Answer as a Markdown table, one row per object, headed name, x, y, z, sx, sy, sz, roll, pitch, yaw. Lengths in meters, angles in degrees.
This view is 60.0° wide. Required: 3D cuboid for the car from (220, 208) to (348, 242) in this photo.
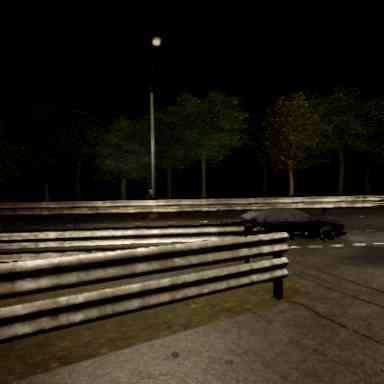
| name | x | y | z | sx | sy | sz | roll | pitch | yaw |
| --- | --- | --- | --- | --- | --- | --- | --- | --- | --- |
| car | 3.834 | 1.390 | 14.377 | 5.357 | 1.411 | 2.033 | -1 | 1 | -9 |
